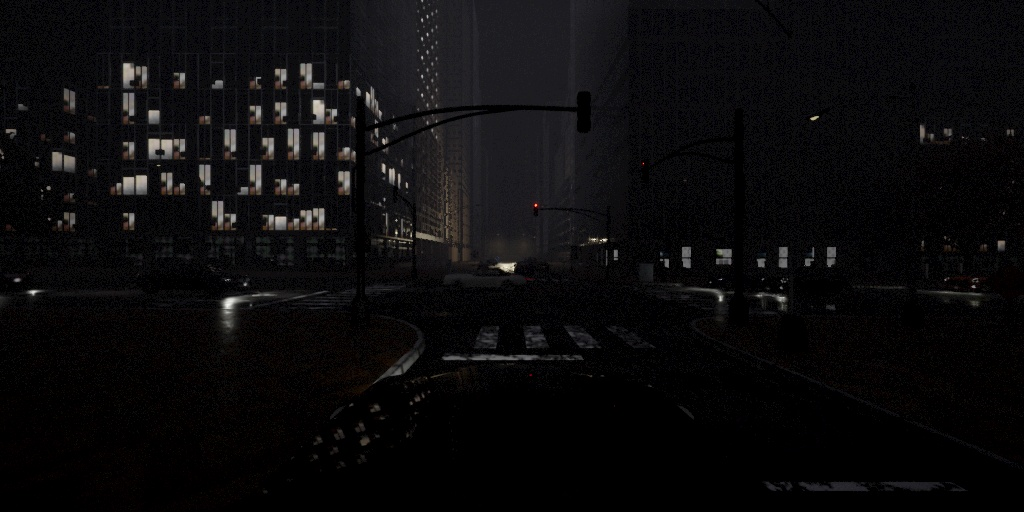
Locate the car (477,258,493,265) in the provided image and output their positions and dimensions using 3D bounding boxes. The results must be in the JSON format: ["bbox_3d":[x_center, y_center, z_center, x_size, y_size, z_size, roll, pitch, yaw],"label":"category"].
[{"bbox_3d":[-4.051,1.342,51.726,1.802,1.307,4.207,0,0,0],"label":"car"}]

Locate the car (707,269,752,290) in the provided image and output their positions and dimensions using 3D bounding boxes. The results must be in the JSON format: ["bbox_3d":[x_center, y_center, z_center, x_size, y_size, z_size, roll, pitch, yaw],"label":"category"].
[{"bbox_3d":[16.174,1.591,25.104,4.674,1.442,1.812,1,0,-3],"label":"car"}]

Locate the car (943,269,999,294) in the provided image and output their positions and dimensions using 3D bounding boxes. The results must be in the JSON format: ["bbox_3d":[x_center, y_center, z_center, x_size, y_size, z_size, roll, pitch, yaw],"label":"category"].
[{"bbox_3d":[34.270,1.742,25.945,4.553,1.767,2.097,1,0,-3],"label":"car"}]

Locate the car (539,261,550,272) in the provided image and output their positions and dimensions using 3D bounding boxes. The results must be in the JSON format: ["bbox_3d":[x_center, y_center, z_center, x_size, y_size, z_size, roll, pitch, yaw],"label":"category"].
[{"bbox_3d":[3.905,1.329,46.238,1.948,1.339,4.313,0,0,0],"label":"car"}]

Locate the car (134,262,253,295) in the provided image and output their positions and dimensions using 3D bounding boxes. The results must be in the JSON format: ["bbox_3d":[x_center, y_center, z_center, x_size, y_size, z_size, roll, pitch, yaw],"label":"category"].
[{"bbox_3d":[-14.958,1.026,16.940,4.674,1.442,1.812,1,0,-1],"label":"car"}]

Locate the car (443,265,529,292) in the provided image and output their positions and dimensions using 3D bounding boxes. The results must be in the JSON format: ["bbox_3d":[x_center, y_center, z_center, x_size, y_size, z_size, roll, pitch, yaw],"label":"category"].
[{"bbox_3d":[-1.611,1.361,21.012,4.718,1.301,1.895,0,0,-2],"label":"car"}]

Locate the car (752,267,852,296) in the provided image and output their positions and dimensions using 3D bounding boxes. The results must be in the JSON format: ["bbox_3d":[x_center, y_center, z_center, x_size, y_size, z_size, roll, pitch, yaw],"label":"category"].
[{"bbox_3d":[17.838,1.448,21.928,4.553,1.767,2.097,1,0,-3],"label":"car"}]

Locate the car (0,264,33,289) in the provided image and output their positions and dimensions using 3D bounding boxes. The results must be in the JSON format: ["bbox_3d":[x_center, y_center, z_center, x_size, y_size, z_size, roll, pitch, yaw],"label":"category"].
[{"bbox_3d":[-25.296,0.802,16.457,4.902,1.511,2.128,1,0,-3],"label":"car"}]

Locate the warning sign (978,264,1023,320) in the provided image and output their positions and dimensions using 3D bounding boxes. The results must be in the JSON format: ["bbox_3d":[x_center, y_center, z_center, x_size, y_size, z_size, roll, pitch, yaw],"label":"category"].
[{"bbox_3d":[17.269,1.204,12.442,1.060,1.860,1.300,0,0,-3],"label":"warning sign"}]

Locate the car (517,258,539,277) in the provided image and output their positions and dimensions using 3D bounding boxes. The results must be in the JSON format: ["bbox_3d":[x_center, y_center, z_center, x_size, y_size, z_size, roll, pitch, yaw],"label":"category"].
[{"bbox_3d":[1.255,1.245,35.490,1.882,1.535,5.008,0,0,0],"label":"car"}]
